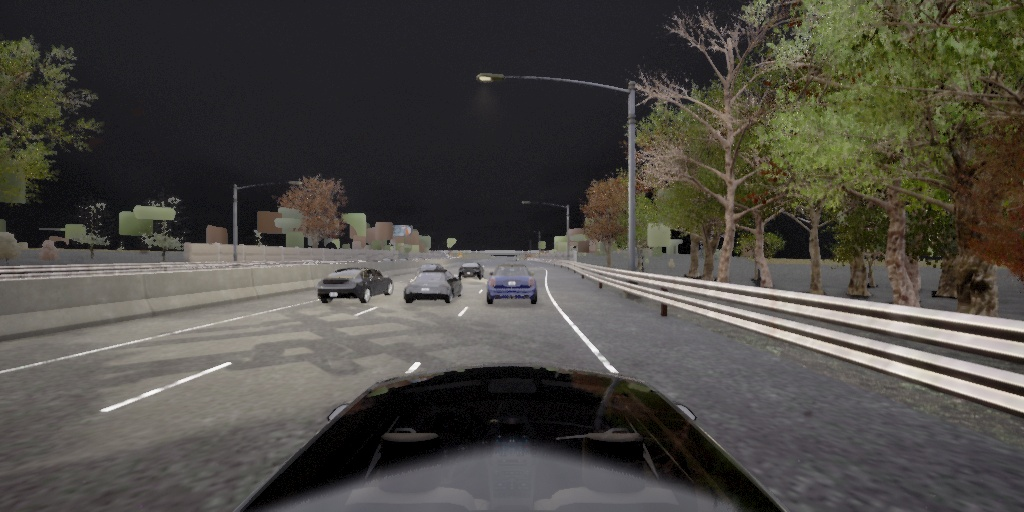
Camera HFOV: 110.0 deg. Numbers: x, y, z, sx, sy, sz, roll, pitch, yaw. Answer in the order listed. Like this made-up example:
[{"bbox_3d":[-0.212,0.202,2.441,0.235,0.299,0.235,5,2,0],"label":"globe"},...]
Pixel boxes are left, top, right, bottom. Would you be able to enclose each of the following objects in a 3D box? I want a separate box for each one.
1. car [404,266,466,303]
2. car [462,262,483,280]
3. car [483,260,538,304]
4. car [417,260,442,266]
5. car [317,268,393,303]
[{"bbox_3d":[-3.500,1.322,16.501,1.994,1.385,4.181,0,0,0],"label":"car"},{"bbox_3d":[-3.500,1.244,31.501,1.882,1.535,5.008,0,0,0],"label":"car"},{"bbox_3d":[0.000,1.116,16.471,2.097,1.767,4.553,0,0,0],"label":"car"},{"bbox_3d":[-7.000,1.322,31.501,2.033,1.411,5.357,0,0,0],"label":"car"},{"bbox_3d":[-7.000,1.266,16.501,1.837,1.490,4.892,0,0,0],"label":"car"}]
